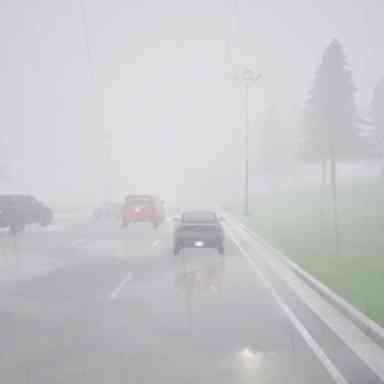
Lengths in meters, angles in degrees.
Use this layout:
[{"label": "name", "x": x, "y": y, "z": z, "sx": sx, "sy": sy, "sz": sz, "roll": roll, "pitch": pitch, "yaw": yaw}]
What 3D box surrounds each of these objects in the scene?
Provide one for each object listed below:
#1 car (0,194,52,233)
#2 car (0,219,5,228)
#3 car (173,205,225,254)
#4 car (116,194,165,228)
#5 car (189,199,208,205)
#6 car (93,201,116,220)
[{"label": "car", "x": -10.119, "y": 1.144, "z": 19.121, "sx": 2.150, "sy": 2.045, "sz": 5.566, "roll": 0, "pitch": 0, "yaw": 1}, {"label": "car", "x": -6.820, "y": 1.565, "z": 7.896, "sx": 1.895, "sy": 1.301, "sz": 4.718, "roll": 0, "pitch": 0, "yaw": 1}, {"label": "car", "x": 0.276, "y": 1.460, "z": 13.368, "sx": 1.837, "sy": 1.490, "sz": 4.892, "roll": 0, "pitch": 0, "yaw": 1}, {"label": "car", "x": -3.066, "y": 1.145, "z": 21.724, "sx": 2.150, "sy": 2.045, "sz": 5.566, "roll": 0, "pitch": 0, "yaw": 1}, {"label": "car", "x": 0.664, "y": 1.418, "z": 33.245, "sx": 1.812, "sy": 1.442, "sz": 4.674, "roll": 0, "pitch": 0, "yaw": 1}, {"label": "car", "x": -6.462, "y": 1.449, "z": 27.223, "sx": 2.033, "sy": 1.411, "sz": 5.357, "roll": 0, "pitch": 0, "yaw": 2}]
